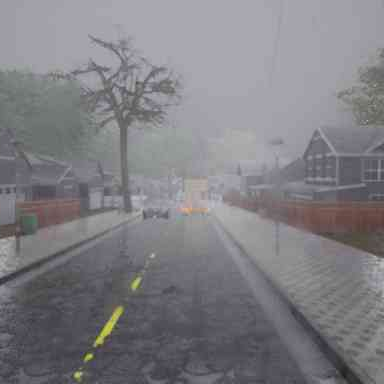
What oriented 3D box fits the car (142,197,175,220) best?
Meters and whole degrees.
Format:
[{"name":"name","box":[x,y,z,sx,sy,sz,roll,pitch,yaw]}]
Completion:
[{"name":"car","box":[-2.844,1.312,27.804,2.097,1.767,4.553,0,0,0]}]

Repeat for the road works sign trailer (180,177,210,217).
[{"name":"road works sign trailer","box":[0.361,0.420,30.924,2.380,3.560,2.880,0,0,-7]}]

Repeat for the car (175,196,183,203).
[{"name":"car","box":[-2.749,1.485,68.806,2.128,1.511,4.902,0,0,0]}]
